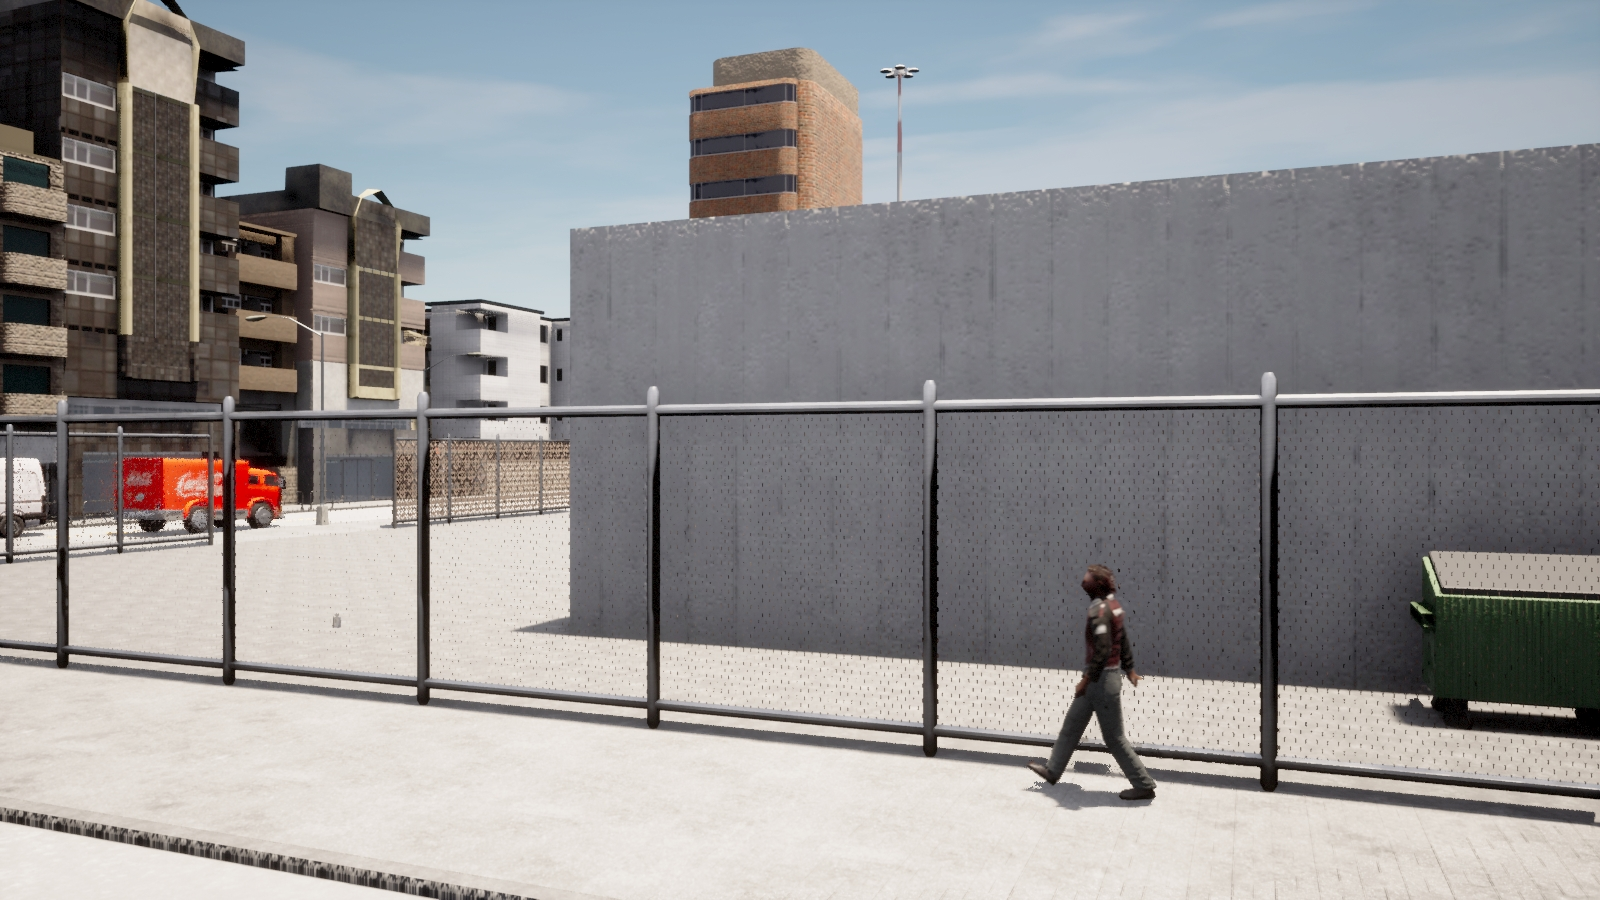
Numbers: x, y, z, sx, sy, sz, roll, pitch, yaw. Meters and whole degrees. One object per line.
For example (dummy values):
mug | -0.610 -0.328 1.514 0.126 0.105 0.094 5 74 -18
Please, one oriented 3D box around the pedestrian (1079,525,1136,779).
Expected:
pedestrian | 2.366 1.524 8.776 0.375 1.860 0.375 0 0 22

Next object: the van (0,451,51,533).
van | -26.517 1.314 35.024 1.988 2.561 5.915 0 0 21

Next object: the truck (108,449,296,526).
truck | -20.507 1.312 39.475 2.627 2.467 5.204 0 -3 23
